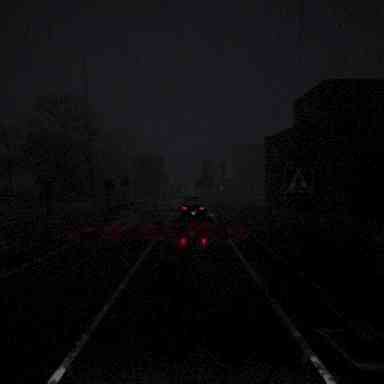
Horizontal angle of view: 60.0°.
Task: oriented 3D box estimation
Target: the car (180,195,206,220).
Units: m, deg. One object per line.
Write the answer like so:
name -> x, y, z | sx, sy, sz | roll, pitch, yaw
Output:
car -> 0.093, 1.226, 24.652 | 1.812, 1.442, 4.674 | 0, 0, 0
